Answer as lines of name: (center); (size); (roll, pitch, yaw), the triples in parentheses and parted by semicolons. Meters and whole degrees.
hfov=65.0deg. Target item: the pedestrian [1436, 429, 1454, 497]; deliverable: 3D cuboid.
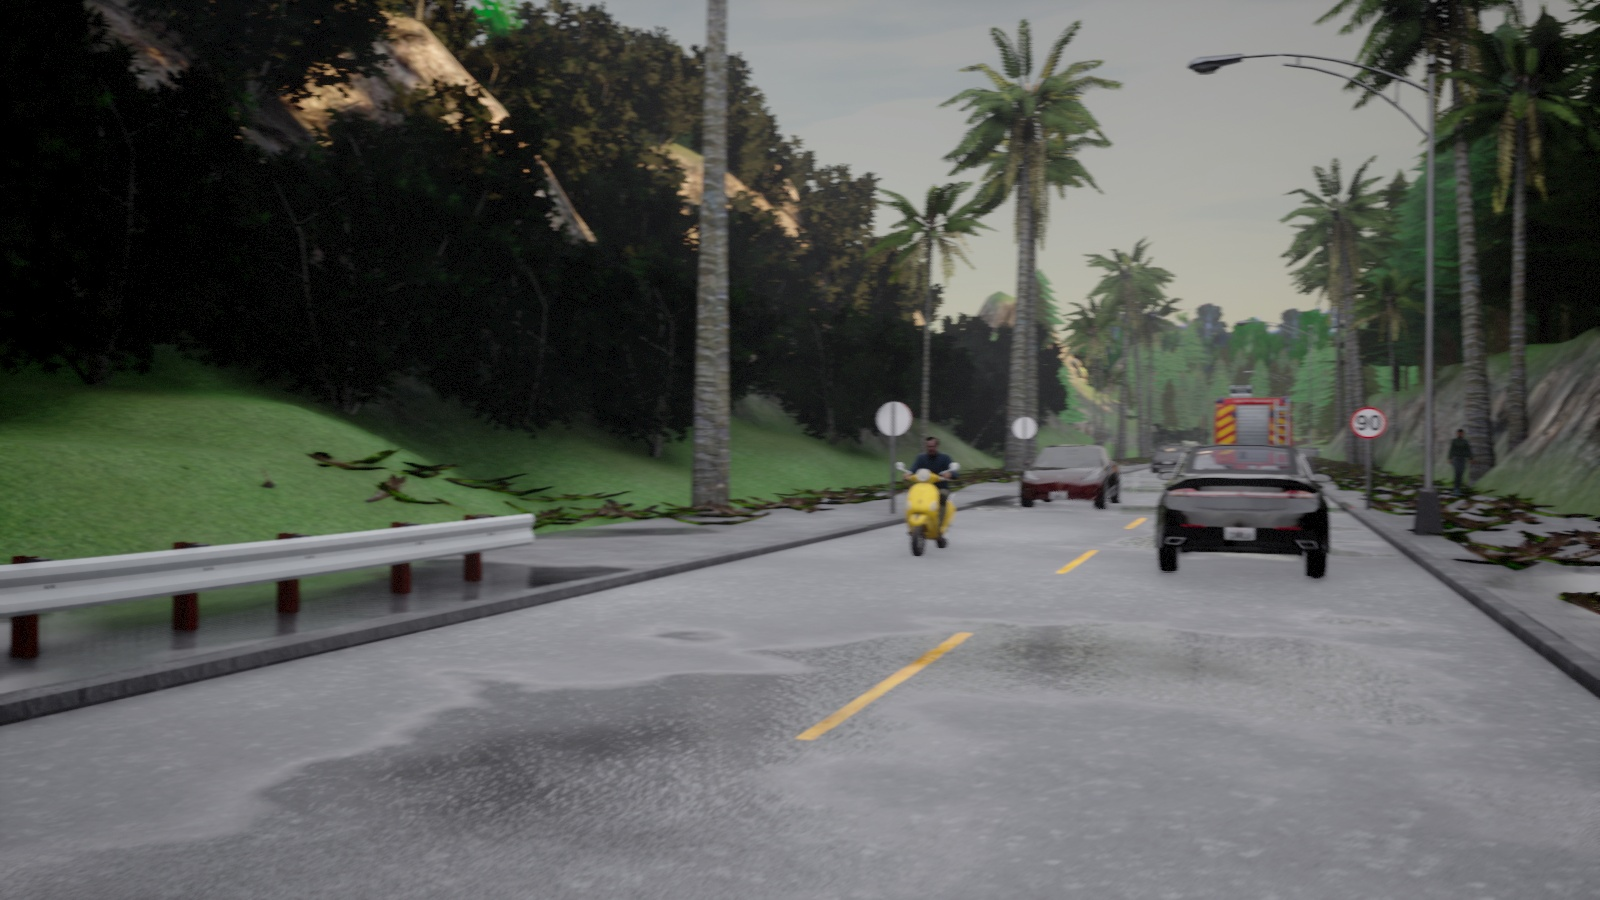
pedestrian: (17.512, 0.350, 34.091); (0.353, 1.847, 0.614); (0, 0, 19)

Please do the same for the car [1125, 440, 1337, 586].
car: (5.383, 0.642, 15.711); (2.128, 1.511, 4.902); (0, 0, 19)

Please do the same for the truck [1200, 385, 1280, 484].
truck: (18.592, -0.617, 53.082); (2.891, 3.827, 8.468); (0, 0, 19)

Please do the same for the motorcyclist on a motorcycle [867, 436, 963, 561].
motorcyclist on a motorcycle: (1.583, 0.611, 16.957); (0.866, 1.590, 1.817); (0, 0, 19)

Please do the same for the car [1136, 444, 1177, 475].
car: (18.185, 0.461, 63.962); (1.789, 1.549, 3.705); (0, 0, 19)

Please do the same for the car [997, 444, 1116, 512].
car: (6.275, 0.608, 30.246); (2.163, 1.488, 4.792); (0, 0, 19)
